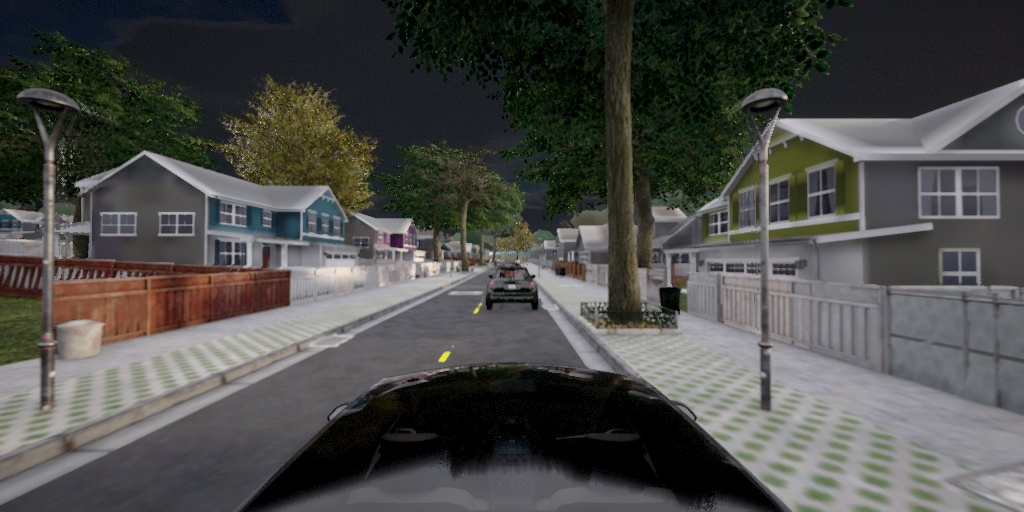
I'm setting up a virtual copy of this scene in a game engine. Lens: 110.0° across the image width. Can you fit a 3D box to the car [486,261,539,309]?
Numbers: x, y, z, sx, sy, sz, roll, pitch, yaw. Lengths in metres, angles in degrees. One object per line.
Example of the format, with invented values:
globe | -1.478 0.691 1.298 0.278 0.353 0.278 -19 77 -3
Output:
car | 0.008 1.228 15.923 2.097 1.767 4.553 0 -1 0
